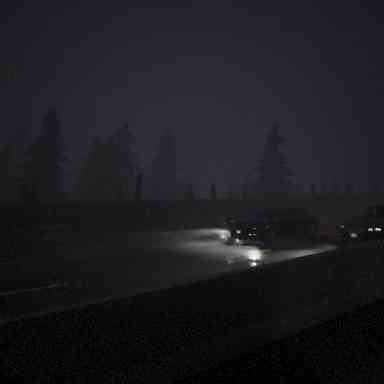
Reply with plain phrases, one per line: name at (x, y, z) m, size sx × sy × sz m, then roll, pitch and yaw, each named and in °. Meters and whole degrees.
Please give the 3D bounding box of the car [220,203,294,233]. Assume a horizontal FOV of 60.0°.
car at (3.886, 1.432, 19.668) m, size 4.181 × 1.385 × 1.994 m, roll -1°, pitch 0°, yaw -35°

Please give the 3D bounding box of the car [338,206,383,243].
car at (8.161, 1.356, 14.120) m, size 4.902 × 1.511 × 2.128 m, roll -1°, pitch 0°, yaw -36°

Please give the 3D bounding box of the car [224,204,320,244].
car at (3.934, 1.400, 15.403) m, size 4.892 × 1.490 × 1.837 m, roll -1°, pitch 1°, yaw -36°
